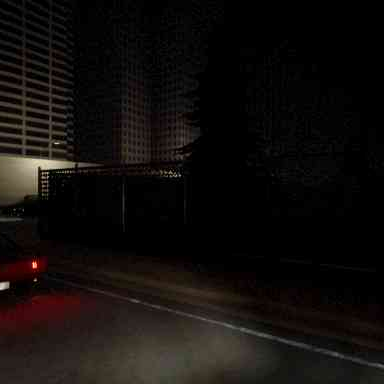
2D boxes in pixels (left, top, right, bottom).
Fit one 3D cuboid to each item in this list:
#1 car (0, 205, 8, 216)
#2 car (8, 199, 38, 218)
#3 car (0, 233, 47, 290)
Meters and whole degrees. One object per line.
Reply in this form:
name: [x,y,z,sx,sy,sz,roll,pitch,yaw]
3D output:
car: [-15.543,1.435,31.548,2.128,1.511,4.902,0,0,35]
car: [-12.993,1.545,29.095,1.895,1.301,4.718,0,0,35]
car: [-5.578,1.601,7.979,4.718,1.301,1.895,0,0,37]
